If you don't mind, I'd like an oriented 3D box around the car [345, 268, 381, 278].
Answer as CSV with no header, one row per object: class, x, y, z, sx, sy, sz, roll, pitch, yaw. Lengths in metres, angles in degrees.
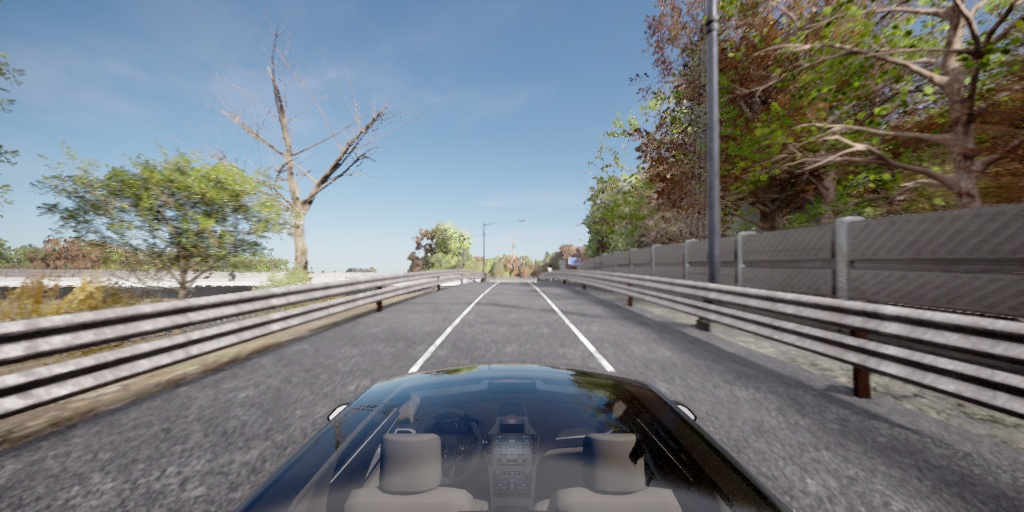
car,-23.756,2.994,57.462,5.566,2.045,2.150,3,-5,-37
